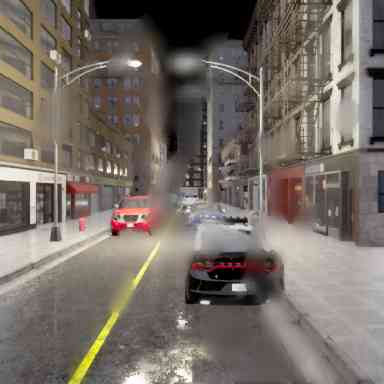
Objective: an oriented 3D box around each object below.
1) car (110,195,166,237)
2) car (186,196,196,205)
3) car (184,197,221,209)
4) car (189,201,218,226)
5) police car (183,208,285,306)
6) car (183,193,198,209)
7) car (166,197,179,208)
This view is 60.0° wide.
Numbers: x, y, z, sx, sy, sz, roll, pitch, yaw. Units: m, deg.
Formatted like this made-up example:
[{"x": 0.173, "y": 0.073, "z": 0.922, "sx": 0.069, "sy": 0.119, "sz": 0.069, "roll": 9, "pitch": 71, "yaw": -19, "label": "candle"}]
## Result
[{"x": -2.908, "y": 1.217, "z": 18.419, "sx": 2.150, "sy": 2.045, "sz": 5.566, "roll": 0, "pitch": 0, "yaw": 0, "label": "car"}, {"x": -0.193, "y": 1.517, "z": 60.745, "sx": 1.812, "sy": 1.442, "sz": 4.674, "roll": 0, "pitch": 0, "yaw": 0, "label": "car"}, {"x": 0.767, "y": 1.347, "z": 18.121, "sx": 2.097, "sy": 1.767, "sz": 4.553, "roll": 0, "pitch": 0, "yaw": 0, "label": "car"}, {"x": 0.749, "y": 1.472, "z": 24.150, "sx": 1.882, "sy": 1.535, "sz": 5.008, "roll": 0, "pitch": 0, "yaw": 0, "label": "car"}, {"x": 0.799, "y": 1.424, "z": 8.260, "sx": 1.930, "sy": 1.638, "sz": 5.238, "roll": 0, "pitch": 0, "yaw": 0, "label": "police car"}, {"x": -0.110, "y": 1.212, "z": 45.946, "sx": 2.150, "sy": 2.045, "sz": 5.566, "roll": 0, "pitch": 0, "yaw": 0, "label": "car"}, {"x": -2.899, "y": 1.495, "z": 46.974, "sx": 1.837, "sy": 1.490, "sz": 4.892, "roll": 0, "pitch": 0, "yaw": 0, "label": "car"}]
